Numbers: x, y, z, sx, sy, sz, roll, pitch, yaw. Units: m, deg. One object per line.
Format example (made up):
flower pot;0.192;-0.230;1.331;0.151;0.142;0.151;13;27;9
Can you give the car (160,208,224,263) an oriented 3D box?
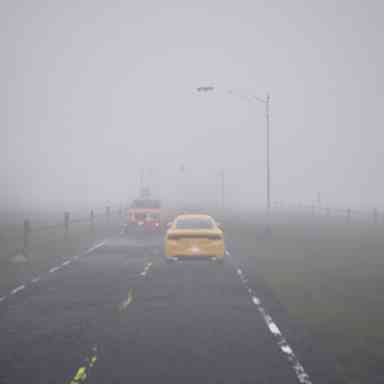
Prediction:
car;0.083;1.579;12.364;1.882;1.535;5.008;0;0;0

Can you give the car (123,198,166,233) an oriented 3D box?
car;-2.858;1.395;21.239;2.150;2.045;5.566;0;0;0

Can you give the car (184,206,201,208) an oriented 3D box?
car;0.079;1.840;29.192;1.895;1.301;4.718;0;0;0
